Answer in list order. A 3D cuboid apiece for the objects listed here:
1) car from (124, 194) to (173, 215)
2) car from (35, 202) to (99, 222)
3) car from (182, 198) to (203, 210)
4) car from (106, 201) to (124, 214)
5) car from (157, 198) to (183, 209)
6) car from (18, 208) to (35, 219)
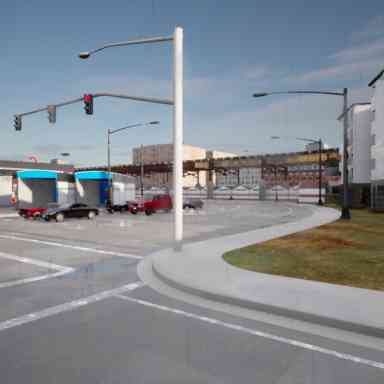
[{"bbox_3d":[-4.135,1.221,34.443,2.150,2.045,5.566,0,0,30],"label":"car"},{"bbox_3d":[-9.603,1.526,26.509,1.812,1.442,4.674,0,0,36],"label":"car"},{"bbox_3d":[0.122,1.547,44.123,2.033,1.411,5.357,0,0,16],"label":"car"},{"bbox_3d":[-7.115,1.601,36.248,1.895,1.301,4.718,0,0,30],"label":"car"},{"bbox_3d":[-2.952,1.547,46.053,2.033,1.411,5.357,0,0,15],"label":"car"},{"bbox_3d":[-12.305,1.601,28.693,1.895,1.301,4.718,0,0,37],"label":"car"}]
